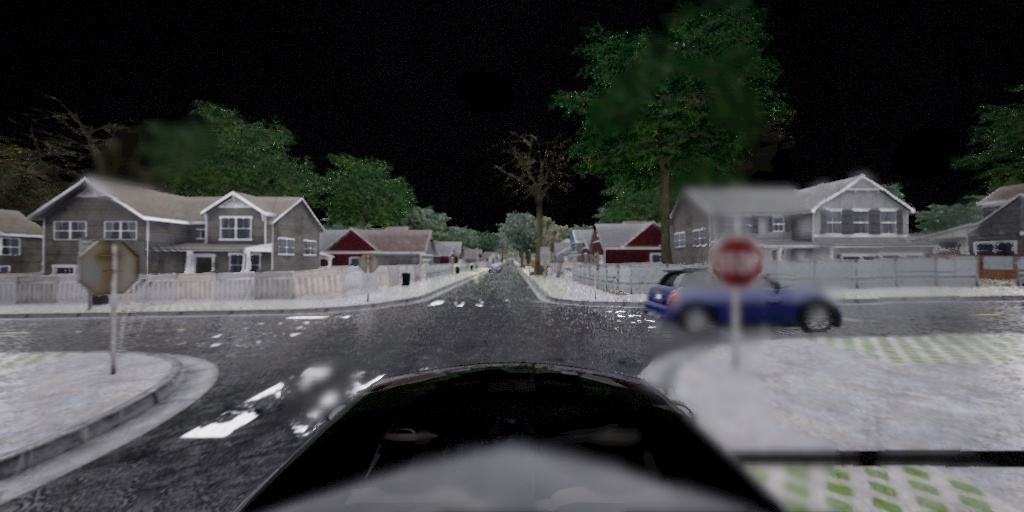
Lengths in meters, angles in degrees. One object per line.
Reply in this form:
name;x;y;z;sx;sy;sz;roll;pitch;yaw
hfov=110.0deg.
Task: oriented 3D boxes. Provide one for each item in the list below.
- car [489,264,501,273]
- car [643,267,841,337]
car;-2.803;2.018;59.134;1.812;1.442;4.674;0;-1;0
car;6.116;1.088;9.820;4.553;1.767;2.097;-1;-1;-1
